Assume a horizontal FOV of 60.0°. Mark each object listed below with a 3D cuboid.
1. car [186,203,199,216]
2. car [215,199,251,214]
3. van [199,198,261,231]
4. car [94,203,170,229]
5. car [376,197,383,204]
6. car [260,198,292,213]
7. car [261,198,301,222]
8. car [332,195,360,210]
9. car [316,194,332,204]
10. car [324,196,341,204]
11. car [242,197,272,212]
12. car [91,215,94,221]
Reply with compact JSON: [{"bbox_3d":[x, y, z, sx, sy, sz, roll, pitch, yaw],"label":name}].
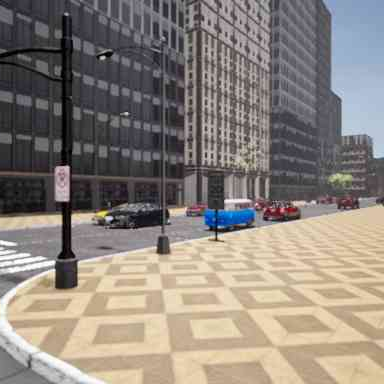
[{"bbox_3d":[1.167,1.592,31.861,1.802,1.307,4.206,0,0,38],"label":"car"},{"bbox_3d":[4.572,1.559,36.262,1.887,1.381,4.507,0,0,38],"label":"car"},{"bbox_3d":[2.422,1.361,20.422,1.690,1.788,3.998,0,0,38],"label":"van"},{"bbox_3d":[-3.518,1.498,21.777,2.128,1.511,4.902,0,0,38],"label":"car"},{"bbox_3d":[38.036,1.653,66.646,1.947,1.339,4.313,0,0,38],"label":"car"},{"bbox_3d":[9.994,1.530,39.204,1.837,1.490,4.892,0,0,38],"label":"car"},{"bbox_3d":[7.400,1.466,27.039,1.967,1.590,4.097,0,0,38],"label":"car"},{"bbox_3d":[21.017,1.362,44.643,2.192,1.841,5.009,0,0,38],"label":"car"},{"bbox_3d":[24.997,1.370,62.668,2.192,1.841,5.009,0,0,38],"label":"car"},{"bbox_3d":[28.400,1.614,67.068,2.008,1.369,4.403,0,0,38],"label":"car"},{"bbox_3d":[7.976,1.460,40.663,1.967,1.590,4.097,0,0,38],"label":"car"},{"bbox_3d":[-4.959,1.528,24.153,1.752,1.417,4.829,0,0,38],"label":"car"}]
